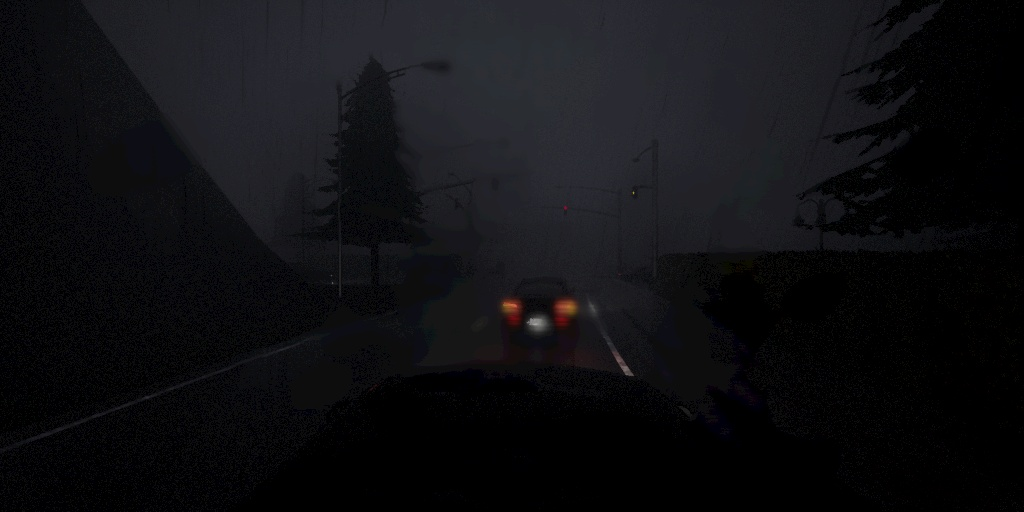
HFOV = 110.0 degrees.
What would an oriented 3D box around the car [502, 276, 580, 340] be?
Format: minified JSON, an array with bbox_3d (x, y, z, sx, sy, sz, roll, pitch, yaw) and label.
[{"bbox_3d":[0.904,1.276,9.997,1.812,1.442,4.674,0,0,9],"label":"car"}]

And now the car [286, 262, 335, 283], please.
[{"bbox_3d":[-16.286,1.255,27.939,4.892,1.490,1.837,0,0,9],"label":"car"}]

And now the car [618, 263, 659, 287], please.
[{"bbox_3d":[9.707,1.351,24.105,4.718,1.301,1.895,0,0,8],"label":"car"}]

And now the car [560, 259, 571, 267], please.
[{"bbox_3d":[9.628,1.227,64.078,1.882,1.535,5.008,0,0,9],"label":"car"}]

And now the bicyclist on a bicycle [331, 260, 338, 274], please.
[{"bbox_3d":[-17.423,1.203,35.244,0.582,1.620,1.656,0,0,8],"label":"bicyclist on a bicycle"}]
